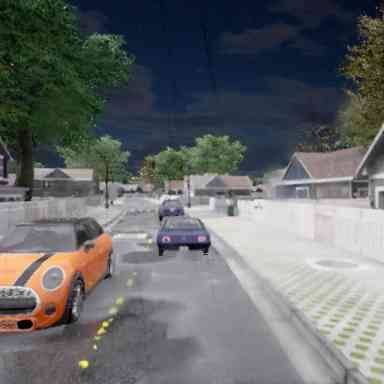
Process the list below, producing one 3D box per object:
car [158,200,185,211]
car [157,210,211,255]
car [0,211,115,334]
[{"bbox_3d":[-1.808,1.432,28.308,2.097,1.767,4.553,0,0,-7],"label":"car"},{"bbox_3d":[-0.400,1.636,13.491,1.895,1.301,4.718,0,0,-3],"label":"car"},{"bbox_3d":[-3.063,1.374,7.117,2.097,1.767,4.553,0,0,-2],"label":"car"}]
